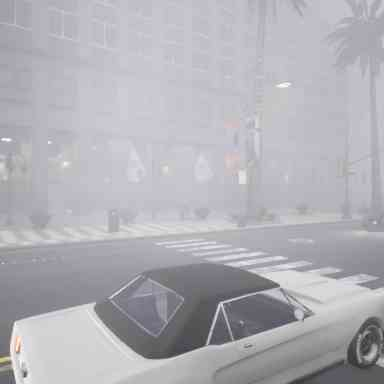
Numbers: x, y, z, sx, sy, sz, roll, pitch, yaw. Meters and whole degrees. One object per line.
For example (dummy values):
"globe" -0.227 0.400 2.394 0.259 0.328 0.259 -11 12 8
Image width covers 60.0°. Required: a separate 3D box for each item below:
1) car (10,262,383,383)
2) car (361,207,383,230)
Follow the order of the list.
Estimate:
"car" 0.481 1.601 4.134 4.718 1.301 1.895 0 0 -33
"car" 12.032 1.564 19.915 4.181 1.385 1.994 0 0 -33
